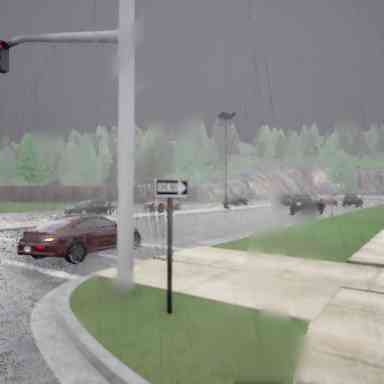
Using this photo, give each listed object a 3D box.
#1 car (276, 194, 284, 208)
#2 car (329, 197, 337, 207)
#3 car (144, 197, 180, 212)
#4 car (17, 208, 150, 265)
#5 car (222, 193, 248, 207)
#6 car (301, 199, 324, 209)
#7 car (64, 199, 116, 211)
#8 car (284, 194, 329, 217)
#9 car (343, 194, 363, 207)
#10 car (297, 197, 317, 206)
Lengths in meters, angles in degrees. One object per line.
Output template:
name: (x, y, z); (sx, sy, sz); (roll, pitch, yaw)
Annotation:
car: (14.214, 1.268, 49.021); (2.150, 2.045, 5.566); (0, 0, 36)
car: (22.413, 1.564, 54.524); (1.882, 1.535, 5.008); (0, 0, 35)
car: (-3.384, 1.314, 38.265); (2.097, 1.767, 4.553); (0, 0, 36)
car: (-3.706, 1.501, 11.743); (1.812, 1.442, 4.674); (-1, 0, 28)
car: (6.888, 1.230, 52.619); (2.150, 2.045, 5.566); (0, 0, 36)
car: (17.016, 1.664, 46.895); (1.895, 1.301, 4.718); (0, 0, 36)
car: (-9.158, 1.440, 30.154); (1.837, 1.490, 4.892); (0, 0, 35)
car: (11.402, 1.263, 32.837); (2.150, 2.045, 5.566); (0, 0, 35)
car: (25.553, 1.324, 52.749); (2.150, 2.045, 5.566); (0, 0, 36)
car: (19.561, 1.575, 56.553); (1.837, 1.490, 4.892); (0, 0, 35)
